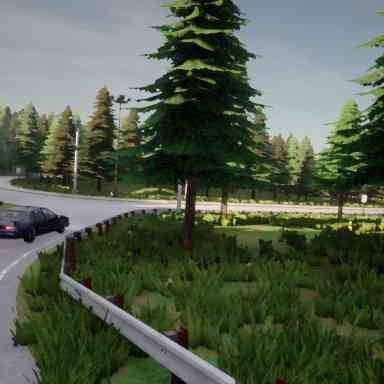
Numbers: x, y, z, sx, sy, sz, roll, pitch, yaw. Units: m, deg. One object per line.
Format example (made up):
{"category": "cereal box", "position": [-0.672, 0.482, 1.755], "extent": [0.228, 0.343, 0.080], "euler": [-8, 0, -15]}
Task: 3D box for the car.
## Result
{"category": "car", "position": [-7.590, 1.371, 15.525], "extent": [2.033, 1.411, 5.357], "euler": [4, 1, 3]}
